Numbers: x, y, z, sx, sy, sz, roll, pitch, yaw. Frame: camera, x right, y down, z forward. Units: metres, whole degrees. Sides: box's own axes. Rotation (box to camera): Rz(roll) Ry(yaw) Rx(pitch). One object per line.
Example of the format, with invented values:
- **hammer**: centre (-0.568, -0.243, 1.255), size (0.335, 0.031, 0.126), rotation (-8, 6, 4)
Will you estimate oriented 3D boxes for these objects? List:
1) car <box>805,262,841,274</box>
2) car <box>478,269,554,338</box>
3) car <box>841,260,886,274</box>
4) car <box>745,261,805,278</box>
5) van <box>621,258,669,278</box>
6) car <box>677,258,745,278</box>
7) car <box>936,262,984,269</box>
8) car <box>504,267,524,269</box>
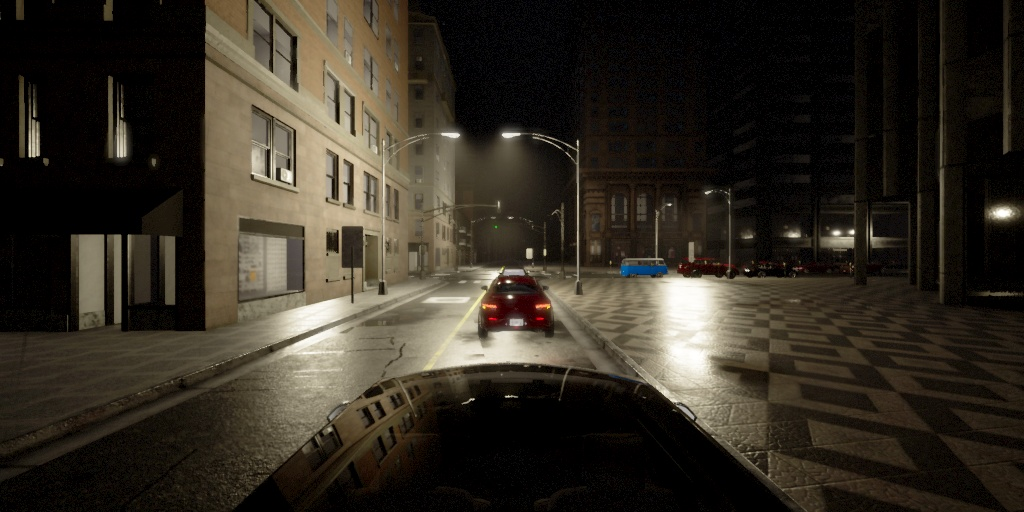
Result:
- **car**: centre (34.193, 1.331, 40.737), size (4.207, 1.307, 1.802), rotation (0, 0, -1)
- **car**: centre (0.094, 1.271, 10.060), size (1.812, 1.442, 4.674), rotation (0, 0, 0)
- **car**: centre (39.832, 1.185, 40.822), size (4.097, 1.591, 1.967), rotation (0, 0, -1)
- **car**: centre (23.018, 1.326, 32.044), size (4.313, 1.339, 1.948), rotation (0, 0, -1)
- **van**: centre (11.737, 1.105, 31.876), size (3.998, 1.789, 1.690), rotation (0, 0, -1)
- **car**: centre (17.378, 1.078, 31.960), size (5.009, 1.841, 2.192), rotation (0, 0, -1)
- **car**: centre (39.935, 1.190, 32.296), size (4.097, 1.591, 1.967), rotation (0, 0, -1)
- **car**: centre (0.107, 1.303, 20.266), size (1.994, 1.385, 4.181), rotation (0, 0, 0)
